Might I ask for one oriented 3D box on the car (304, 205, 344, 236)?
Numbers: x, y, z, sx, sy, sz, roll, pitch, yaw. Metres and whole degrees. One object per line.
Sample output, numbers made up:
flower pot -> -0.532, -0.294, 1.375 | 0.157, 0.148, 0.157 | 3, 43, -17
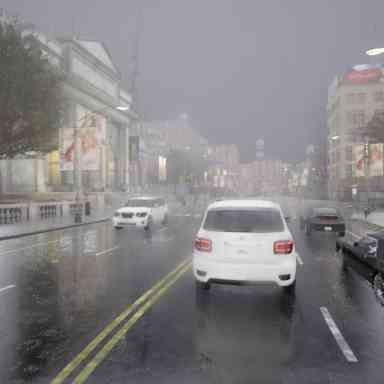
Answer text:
car -> 7.019, 1.505, 18.252 | 1.837, 1.490, 4.892 | 0, 0, 12

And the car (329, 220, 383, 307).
car -> 4.825, 1.601, 7.735 | 1.895, 1.301, 4.718 | 0, 0, 10

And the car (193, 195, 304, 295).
car -> 1.471, 1.221, 9.001 | 2.150, 2.045, 5.566 | 0, 0, 11

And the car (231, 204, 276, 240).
car -> 3.437, 1.492, 18.306 | 2.128, 1.511, 4.902 | 0, 0, 12

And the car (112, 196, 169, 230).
car -> -3.124, 1.317, 21.593 | 2.150, 2.045, 5.566 | 0, 0, 12
